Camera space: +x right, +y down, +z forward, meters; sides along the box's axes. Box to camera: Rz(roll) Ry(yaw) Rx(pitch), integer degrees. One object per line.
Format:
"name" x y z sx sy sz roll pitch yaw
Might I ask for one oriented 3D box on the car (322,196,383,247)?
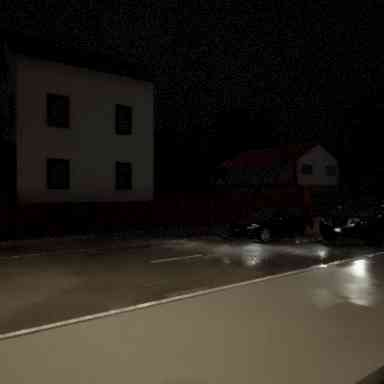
"car" 8.308 1.226 15.453 5.566 2.045 2.150 0 0 -36

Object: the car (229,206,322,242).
"car" 4.083 1.481 16.737 5.008 1.535 1.882 0 0 -36
